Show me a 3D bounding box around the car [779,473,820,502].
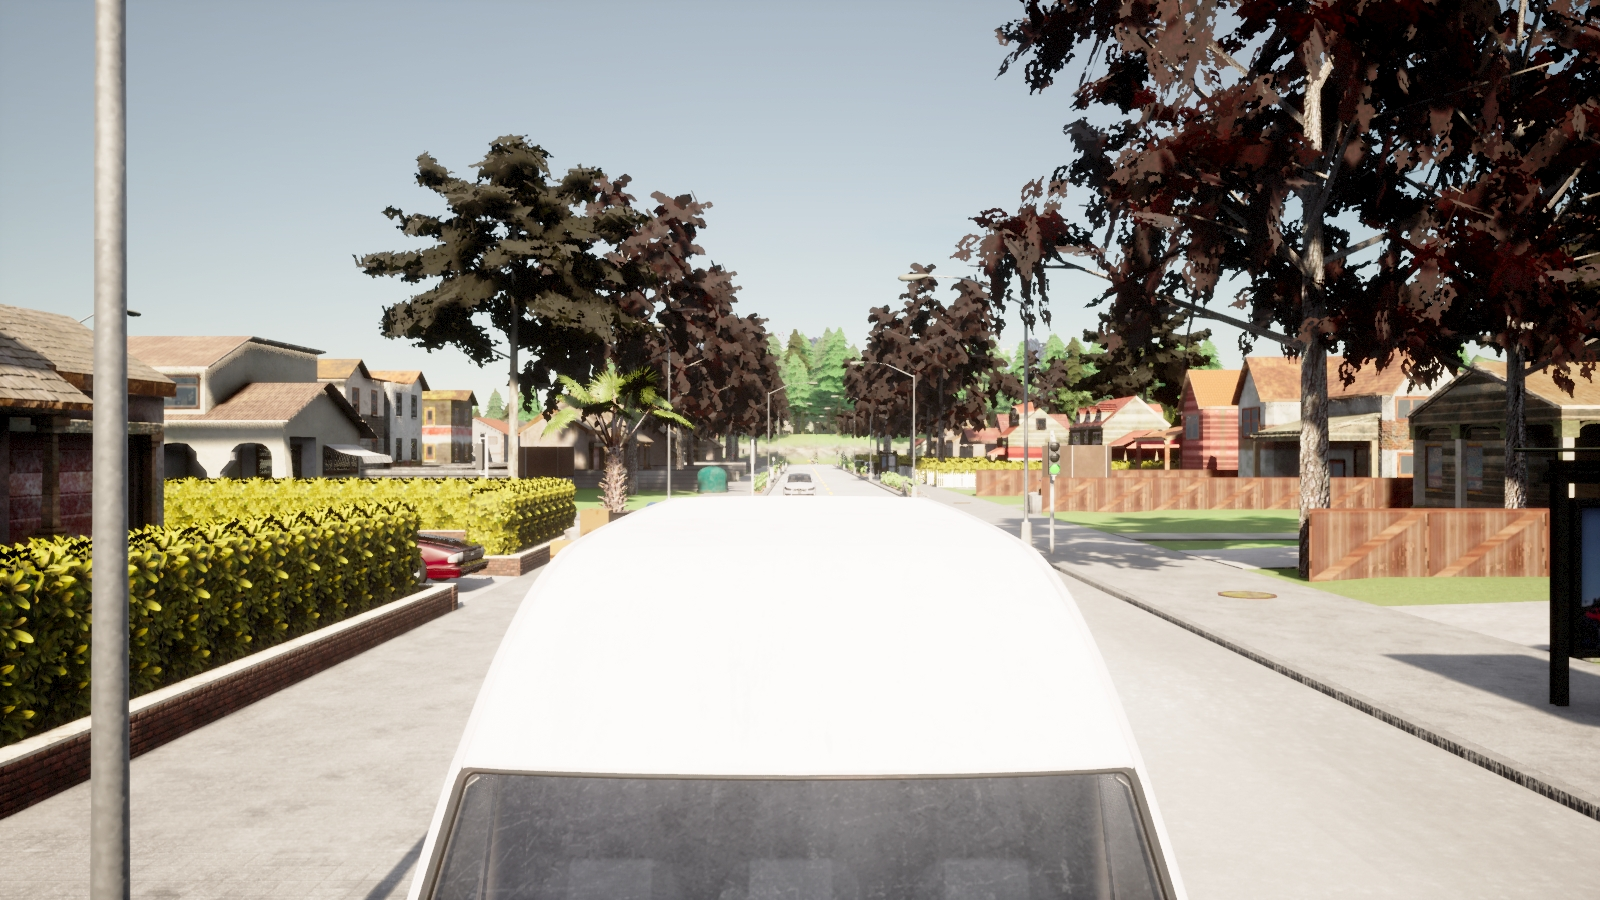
[{"bbox_3d":[-0.024,2.087,64.511,2.231,1.480,4.892,0,0,0],"label":"car"}]

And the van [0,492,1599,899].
[{"bbox_3d":[0.002,1.537,4.030,1.988,2.561,5.915,0,0,0],"label":"van"}]

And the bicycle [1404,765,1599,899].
[{"bbox_3d":[2.687,2.061,3.848,0.329,1.471,1.835,0,1,0],"label":"bicycle"}]
